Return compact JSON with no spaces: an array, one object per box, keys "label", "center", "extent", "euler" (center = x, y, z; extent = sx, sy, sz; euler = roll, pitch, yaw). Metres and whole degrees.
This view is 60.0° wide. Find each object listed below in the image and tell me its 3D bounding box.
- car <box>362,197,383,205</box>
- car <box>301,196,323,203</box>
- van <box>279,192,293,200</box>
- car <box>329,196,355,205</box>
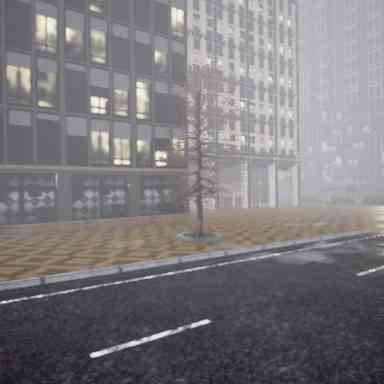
[{"label":"car","center":[27.476,1.383,49.046],"extent":[1.947,1.339,4.313],"euler":[-1,1,-36]},{"label":"car","center":[20.815,1.299,58.259],"extent":[1.947,1.339,4.313],"euler":[-1,1,-36]},{"label":"van","center":[20.895,0.842,72.407],"extent":[1.690,1.788,3.998],"euler":[-1,1,-36]},{"label":"car","center":[24.129,1.358,53.642],"extent":[1.802,1.307,4.206],"euler":[-1,1,-36]}]
